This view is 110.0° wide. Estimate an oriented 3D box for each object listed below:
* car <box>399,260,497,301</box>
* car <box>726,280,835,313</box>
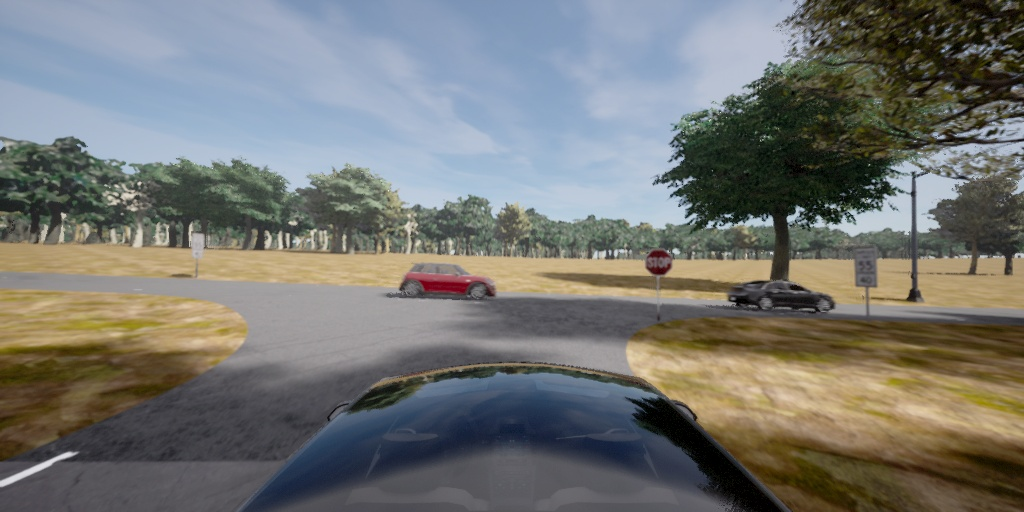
[{"bbox_3d":[-2.984,1.145,17.365,4.553,1.767,2.097,2,-2,-3],"label":"car"},{"bbox_3d":[13.493,2.003,18.095,4.892,1.490,1.837,2,-2,-3],"label":"car"}]
